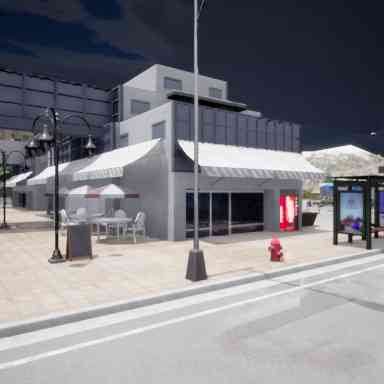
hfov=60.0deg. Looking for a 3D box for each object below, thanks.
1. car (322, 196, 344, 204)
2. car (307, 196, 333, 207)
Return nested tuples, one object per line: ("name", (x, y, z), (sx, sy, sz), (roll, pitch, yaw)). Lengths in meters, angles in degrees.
("car", (28.398, 1.489, 66.886), (4.514, 1.523, 2.007), (0, 0, -36))
("car", (19.116, 1.345, 48.773), (5.027, 1.636, 2.152), (0, 0, -36))
